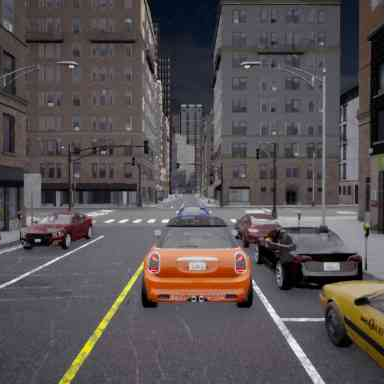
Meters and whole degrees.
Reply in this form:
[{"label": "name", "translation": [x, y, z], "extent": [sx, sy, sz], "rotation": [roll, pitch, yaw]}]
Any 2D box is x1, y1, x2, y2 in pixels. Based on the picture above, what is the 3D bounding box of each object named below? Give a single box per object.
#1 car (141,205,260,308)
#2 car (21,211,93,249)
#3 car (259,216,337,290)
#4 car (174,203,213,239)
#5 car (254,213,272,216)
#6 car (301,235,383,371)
[{"label": "car", "translation": [0.097, 1.350, 8.097], "extent": [2.097, 1.767, 4.553], "rotation": [0, 0, 0]}, {"label": "car", "translation": [-5.679, 1.541, 14.483], "extent": [1.887, 1.381, 4.507], "rotation": [-1, 0, 0]}, {"label": "car", "translation": [2.866, 1.564, 8.900], "extent": [1.947, 1.339, 4.313], "rotation": [-1, 0, 0]}, {"label": "car", "translation": [0.099, 1.473, 18.385], "extent": [1.882, 1.535, 5.008], "rotation": [0, 0, 1]}, {"label": "car", "translation": [2.866, 1.578, 14.486], "extent": [1.802, 1.307, 4.206], "rotation": [-1, 0, 0]}, {"label": "car", "translation": [2.866, 1.524, 3.484], "extent": [1.752, 1.417, 4.829], "rotation": [-1, 0, 0]}]
